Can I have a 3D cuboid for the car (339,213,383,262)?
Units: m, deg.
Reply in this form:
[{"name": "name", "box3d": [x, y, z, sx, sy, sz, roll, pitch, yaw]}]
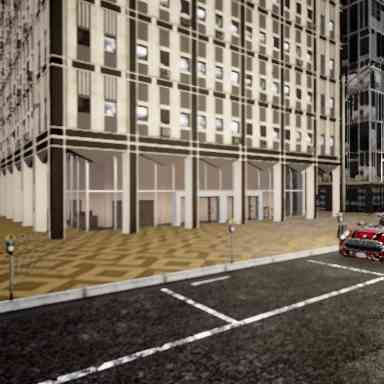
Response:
[{"name": "car", "box3d": [6.880, 1.432, 11.479, 4.097, 1.590, 1.967, 0, 0, -36]}]
